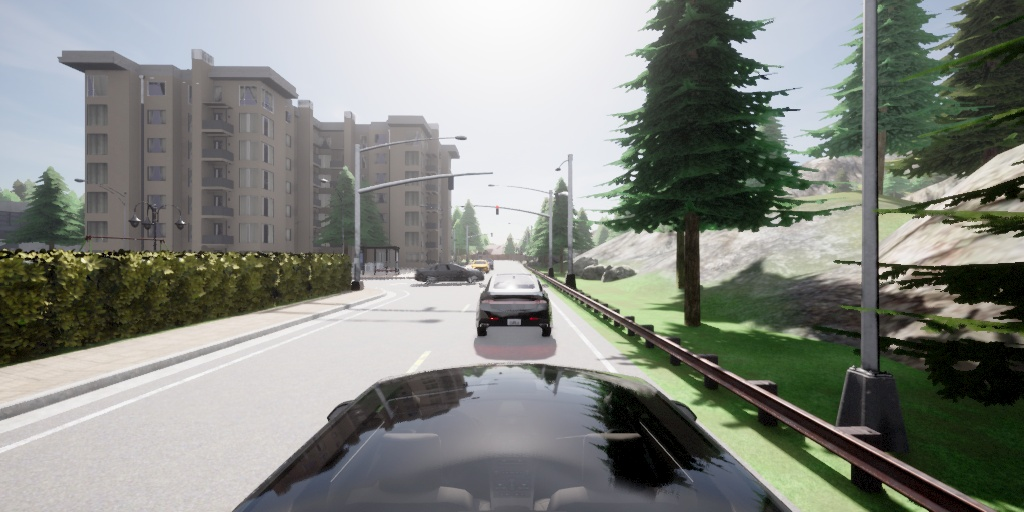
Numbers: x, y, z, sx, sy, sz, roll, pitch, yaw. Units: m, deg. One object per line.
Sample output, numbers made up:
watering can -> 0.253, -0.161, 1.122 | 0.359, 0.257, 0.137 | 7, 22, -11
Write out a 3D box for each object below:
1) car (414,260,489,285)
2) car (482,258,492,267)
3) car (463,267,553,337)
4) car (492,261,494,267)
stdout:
car -> -4.439, 1.248, 25.519 | 4.892, 1.490, 1.837 | 0, 1, -19
car -> -3.698, 1.227, 42.302 | 1.882, 1.535, 5.008 | 0, 0, 0
car -> 0.057, 1.241, 10.312 | 2.128, 1.511, 4.902 | 0, 0, 0
car -> -3.713, 1.102, 51.913 | 2.097, 1.767, 4.553 | 0, 0, 0
